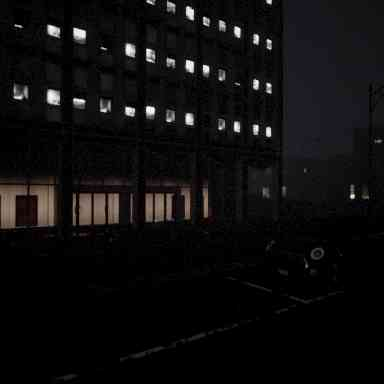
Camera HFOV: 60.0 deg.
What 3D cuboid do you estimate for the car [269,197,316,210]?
[{"bbox_3d":[11.746,1.425,39.188,2.008,1.369,4.403,1,0,-35],"label":"car"}]

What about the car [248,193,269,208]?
[{"bbox_3d":[8.600,1.166,43.743,2.192,1.841,5.009,1,0,-35],"label":"car"}]

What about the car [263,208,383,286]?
[{"bbox_3d":[3.863,1.440,9.316,4.097,1.590,1.967,0,0,-36],"label":"car"}]

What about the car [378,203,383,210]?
[{"bbox_3d":[20.241,1.414,31.181,1.882,1.535,5.008,0,0,-32],"label":"car"}]

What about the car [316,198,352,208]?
[{"bbox_3d":[18.544,1.444,44.091,1.752,1.417,4.829,1,0,-35],"label":"car"}]

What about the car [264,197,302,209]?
[{"bbox_3d":[11.832,1.398,43.607,1.812,1.442,4.674,0,0,-35],"label":"car"}]

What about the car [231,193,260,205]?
[{"bbox_3d":[9.197,1.166,57.616,2.192,1.841,5.009,1,0,-35],"label":"car"}]

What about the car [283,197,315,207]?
[{"bbox_3d":[15.492,1.478,48.507,1.802,1.307,4.206,1,0,-35],"label":"car"}]
